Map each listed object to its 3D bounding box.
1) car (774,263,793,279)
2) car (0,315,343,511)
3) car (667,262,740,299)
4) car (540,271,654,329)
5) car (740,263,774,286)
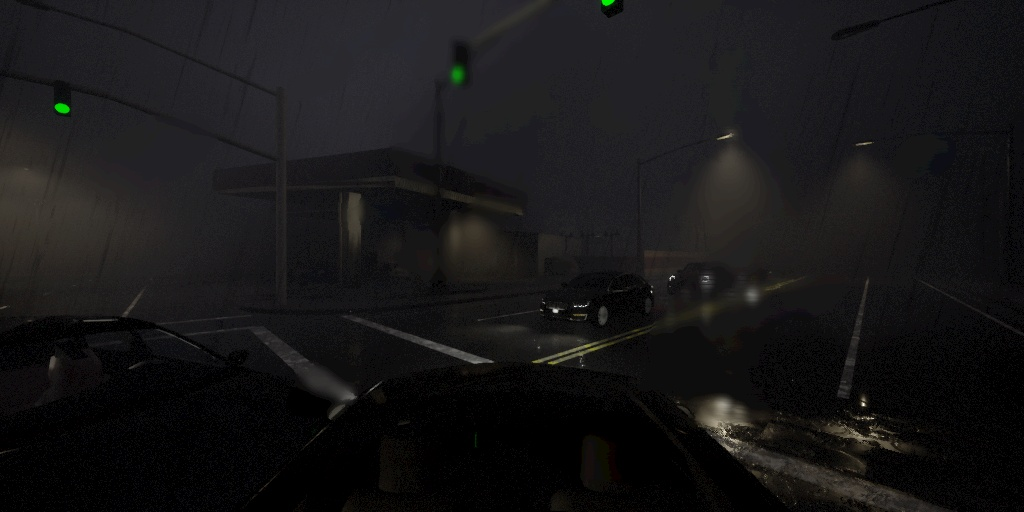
[{"bbox_3d":[23.833,1.314,32.319,4.181,1.385,1.994,0,0,-44],"label":"car"},{"bbox_3d":[-3.417,1.242,2.536,4.902,1.511,2.128,0,0,15],"label":"car"},{"bbox_3d":[9.750,1.102,18.378,4.553,1.767,2.097,0,0,-45],"label":"car"},{"bbox_3d":[2.900,1.255,11.543,1.837,1.490,4.892,0,0,45],"label":"car"},{"bbox_3d":[16.688,1.314,25.277,1.994,1.385,4.181,0,0,44],"label":"car"}]
